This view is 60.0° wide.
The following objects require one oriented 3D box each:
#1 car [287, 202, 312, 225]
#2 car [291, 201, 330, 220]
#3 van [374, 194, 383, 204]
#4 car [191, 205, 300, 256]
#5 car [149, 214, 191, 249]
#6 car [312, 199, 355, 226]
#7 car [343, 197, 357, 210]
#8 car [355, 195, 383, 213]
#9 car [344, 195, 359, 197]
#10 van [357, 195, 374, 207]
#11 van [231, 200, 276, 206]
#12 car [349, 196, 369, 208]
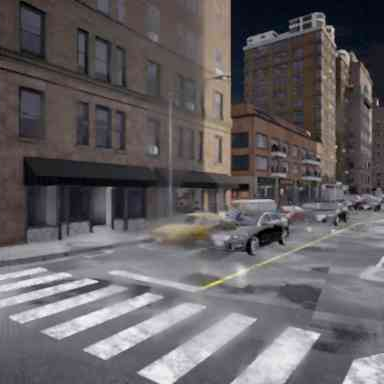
[{"bbox_3d":[6.919,1.583,24.024,1.802,1.307,4.206,0,0,36],"label":"car"},{"bbox_3d":[10.257,1.549,28.607,2.008,1.369,4.403,0,0,36],"label":"car"},{"bbox_3d":[36.954,1.291,65.271,1.690,1.788,3.998,0,0,36],"label":"van"},{"bbox_3d":[2.359,1.494,13.399,2.128,1.511,4.902,0,0,36],"label":"car"},{"bbox_3d":[0.144,1.527,14.719,1.752,1.417,4.829,0,0,36],"label":"car"},{"bbox_3d":[9.665,1.493,23.426,2.128,1.511,4.902,0,0,36],"label":"car"},{"bbox_3d":[16.931,1.553,37.772,1.947,1.339,4.313,0,0,36],"label":"car"},{"bbox_3d":[20.163,1.478,37.751,2.128,1.511,4.902,0,0,37],"label":"car"},{"bbox_3d":[20.268,1.296,42.355,2.192,1.841,5.009,0,0,36],"label":"car"},{"bbox_3d":[26.942,1.311,51.521,1.690,1.788,3.998,0,0,36],"label":"van"},{"bbox_3d":[3.582,1.343,19.440,1.690,1.788,3.998,0,0,36],"label":"van"},{"bbox_3d":[23.605,1.416,46.938,1.967,1.590,4.097,0,0,36],"label":"car"}]
